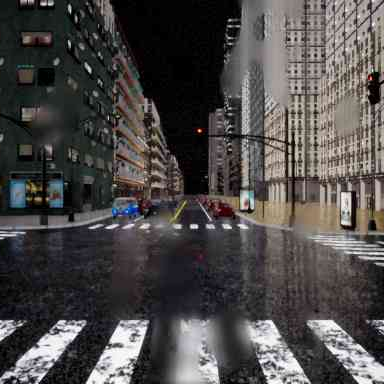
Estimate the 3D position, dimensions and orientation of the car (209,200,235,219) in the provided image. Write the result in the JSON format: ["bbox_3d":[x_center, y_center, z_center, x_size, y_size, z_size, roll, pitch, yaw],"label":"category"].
[{"bbox_3d":[2.704,1.593,28.433,1.802,1.307,4.206,0,0,0],"label":"car"}]

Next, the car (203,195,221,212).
[{"bbox_3d":[2.708,1.457,39.489,1.967,1.590,4.097,0,0,0],"label":"car"}]

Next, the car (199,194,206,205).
[{"bbox_3d":[2.711,1.470,56.071,1.967,1.590,4.097,0,0,0],"label":"car"}]

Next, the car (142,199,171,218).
[{"bbox_3d":[-3.112,1.575,29.622,1.994,1.385,4.181,0,0,-2],"label":"car"}]

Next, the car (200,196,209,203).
[{"bbox_3d":[2.714,1.593,72.654,1.887,1.381,4.507,0,0,0],"label":"car"}]

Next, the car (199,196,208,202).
[{"bbox_3d":[2.715,1.637,78.182,1.802,1.307,4.206,0,0,0],"label":"car"}]

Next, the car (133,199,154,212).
[{"bbox_3d":[-5.674,1.562,39.492,1.887,1.381,4.507,0,0,0],"label":"car"}]

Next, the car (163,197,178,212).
[{"bbox_3d":[-3.091,1.618,39.739,1.895,1.301,4.718,0,0,0],"label":"car"}]

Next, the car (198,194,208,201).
[{"bbox_3d":[2.718,1.377,83.710,2.192,1.841,5.009,0,0,0],"label":"car"}]

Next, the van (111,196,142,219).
[{"bbox_3d":[-5.675,1.352,28.436,1.690,1.788,3.998,0,0,0],"label":"van"}]

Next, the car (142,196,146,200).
[{"bbox_3d":[-5.674,1.329,33.964,2.192,1.841,5.009,0,0,0],"label":"car"}]

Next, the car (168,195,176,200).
[{"bbox_3d":[-5.662,1.644,94.767,1.947,1.339,4.313,0,0,0],"label":"car"}]
